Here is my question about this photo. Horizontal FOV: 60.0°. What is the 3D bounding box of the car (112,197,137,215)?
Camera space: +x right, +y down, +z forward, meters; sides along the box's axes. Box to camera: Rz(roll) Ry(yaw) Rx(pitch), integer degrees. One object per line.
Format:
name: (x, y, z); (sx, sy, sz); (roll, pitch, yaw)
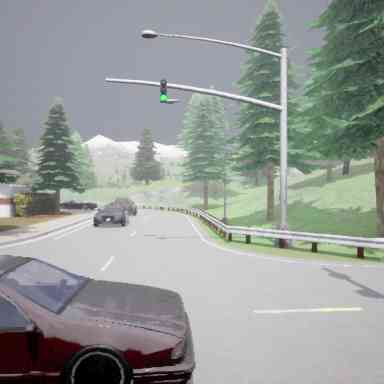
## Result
car: (-6.754, 1.304, 32.313); (2.097, 1.767, 4.553); (0, 0, -22)

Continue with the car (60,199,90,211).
car: (-13.749, 1.546, 39.673); (4.718, 1.301, 1.895); (0, 0, 11)

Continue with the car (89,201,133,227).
car: (-5.376, 1.529, 22.585); (1.994, 1.385, 4.181); (0, 0, -5)

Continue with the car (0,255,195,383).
car: (-2.681, 1.571, 4.168); (5.357, 1.411, 2.033); (0, 0, -4)
